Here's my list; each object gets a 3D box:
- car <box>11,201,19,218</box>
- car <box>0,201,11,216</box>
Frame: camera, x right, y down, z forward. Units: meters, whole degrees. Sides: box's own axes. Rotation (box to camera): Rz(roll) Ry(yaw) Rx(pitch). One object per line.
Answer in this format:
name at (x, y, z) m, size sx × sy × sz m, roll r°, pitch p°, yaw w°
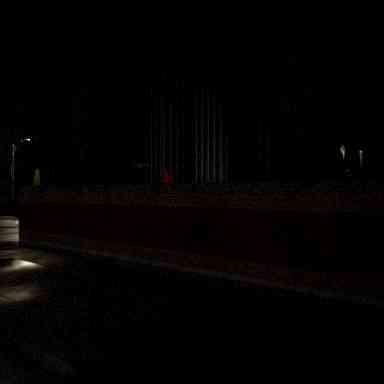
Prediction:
car at (-12.265, 1.603, 28.823) m, size 2.033 × 1.411 × 5.357 m, roll 0°, pitch 0°, yaw 37°
car at (-16.423, 1.547, 29.102) m, size 2.128 × 1.511 × 4.902 m, roll 0°, pitch 0°, yaw 37°
